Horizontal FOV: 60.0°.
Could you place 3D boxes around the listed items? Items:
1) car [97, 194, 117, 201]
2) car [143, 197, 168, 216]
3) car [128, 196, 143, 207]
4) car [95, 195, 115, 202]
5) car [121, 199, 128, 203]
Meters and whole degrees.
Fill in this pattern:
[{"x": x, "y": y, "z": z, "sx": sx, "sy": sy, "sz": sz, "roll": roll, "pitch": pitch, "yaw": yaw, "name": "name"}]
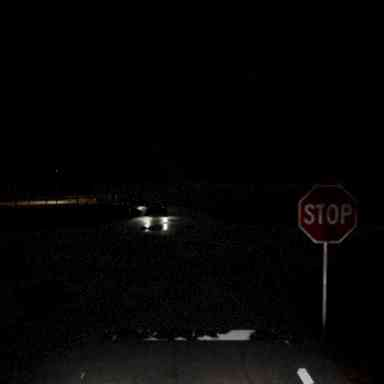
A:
[{"x": -15.575, "y": 1.042, "z": 61.818, "sx": 1.812, "sy": 1.442, "sz": 4.674, "roll": -2, "pitch": 1, "yaw": -40, "name": "car"}, {"x": -3.327, "y": 1.336, "z": 31.133, "sx": 1.882, "sy": 1.535, "sz": 5.008, "roll": 0, "pitch": 0, "yaw": -5, "name": "car"}, {"x": -7.317, "y": 1.406, "z": 47.976, "sx": 1.895, "sy": 1.301, "sz": 4.718, "roll": -1, "pitch": 0, "yaw": -24, "name": "car"}, {"x": -17.866, "y": 1.305, "z": 68.216, "sx": 4.181, "sy": 1.385, "sz": 1.994, "roll": -1, "pitch": 1, "yaw": 42, "name": "car"}, {"x": -11.207, "y": 1.386, "z": 60.732, "sx": 1.895, "sy": 1.301, "sz": 4.718, "roll": -1, "pitch": 1, "yaw": -37, "name": "car"}]
